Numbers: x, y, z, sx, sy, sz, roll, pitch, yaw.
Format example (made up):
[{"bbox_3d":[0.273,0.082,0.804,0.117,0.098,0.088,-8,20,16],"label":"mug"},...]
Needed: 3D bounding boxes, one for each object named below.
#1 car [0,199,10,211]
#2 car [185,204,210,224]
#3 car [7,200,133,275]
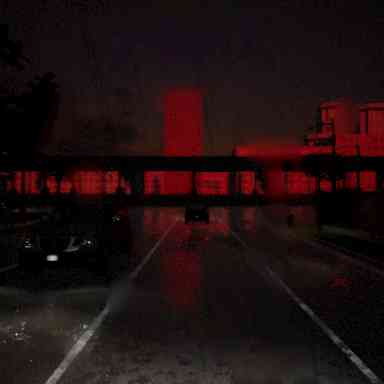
[{"bbox_3d":[-26.814,1.669,45.014,4.553,1.767,2.097,0,0,2],"label":"car"},{"bbox_3d":[0.416,1.715,27.245,1.882,1.535,5.008,0,-1,1],"label":"car"},{"bbox_3d":[-3.450,1.306,11.092,2.150,2.045,5.566,0,0,1],"label":"car"}]
